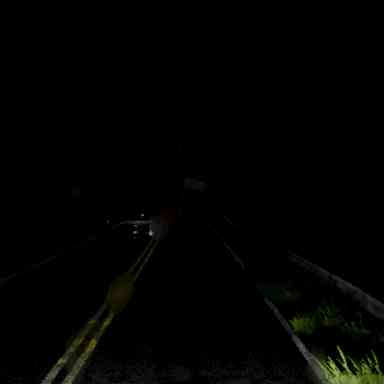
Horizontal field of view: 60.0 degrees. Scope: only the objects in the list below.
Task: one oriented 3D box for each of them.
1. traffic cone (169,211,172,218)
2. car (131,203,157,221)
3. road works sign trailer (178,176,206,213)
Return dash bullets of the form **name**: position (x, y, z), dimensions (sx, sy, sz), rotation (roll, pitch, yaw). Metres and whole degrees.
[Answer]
- **traffic cone**: position (-1.936, 2.027, 28.080), dimensions (0.340, 0.580, 0.340), rotation (0, 0, -2)
- **car**: position (-3.995, 1.642, 28.132), dimensions (1.994, 1.385, 4.181), rotation (0, 0, -3)
- **road works sign trailer**: position (0.003, 0.228, 33.632), dimensions (2.380, 3.560, 2.880), rotation (15, -30, -6)
